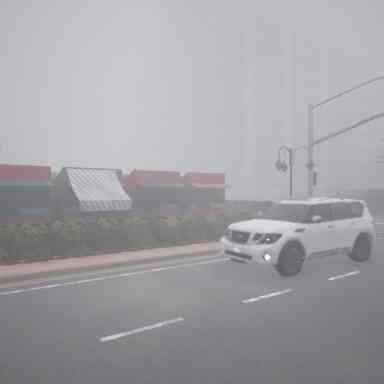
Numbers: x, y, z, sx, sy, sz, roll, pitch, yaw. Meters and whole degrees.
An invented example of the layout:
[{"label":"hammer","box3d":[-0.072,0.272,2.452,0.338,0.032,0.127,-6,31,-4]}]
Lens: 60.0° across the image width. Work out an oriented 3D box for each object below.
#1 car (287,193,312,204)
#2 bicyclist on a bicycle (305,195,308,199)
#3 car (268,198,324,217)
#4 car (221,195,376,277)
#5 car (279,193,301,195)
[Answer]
[{"label":"car","box3d":[19.024,1.114,59.110,1.905,1.878,3.866,0,0,-36]},{"label":"bicyclist on a bicycle","box3d":[15.550,1.246,44.917,1.656,1.620,0.582,0,0,-36]},{"label":"car","box3d":[9.955,1.436,32.222,2.128,1.511,4.902,0,0,-36]},{"label":"car","box3d":[3.550,1.222,10.584,5.566,2.045,2.150,0,0,-32]},{"label":"car","box3d":[16.632,1.114,57.399,1.905,1.878,3.866,0,0,-36]}]
